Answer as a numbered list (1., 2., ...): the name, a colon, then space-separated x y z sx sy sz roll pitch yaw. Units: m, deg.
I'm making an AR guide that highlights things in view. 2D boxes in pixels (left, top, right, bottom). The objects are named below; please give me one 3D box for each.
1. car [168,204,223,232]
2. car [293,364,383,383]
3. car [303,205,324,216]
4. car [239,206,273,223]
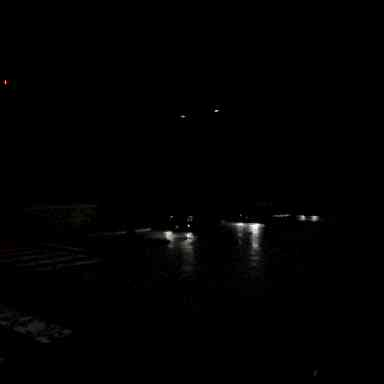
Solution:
1. car: 0.320 1.781 23.769 2.097 1.767 4.553 0 -1 36
2. car: 2.391 1.551 1.247 4.403 1.369 2.008 0 0 36
3. car: 17.443 2.554 47.687 1.882 1.535 5.008 0 -1 35
4. car: 6.314 2.147 32.197 1.837 1.490 4.892 0 0 35
